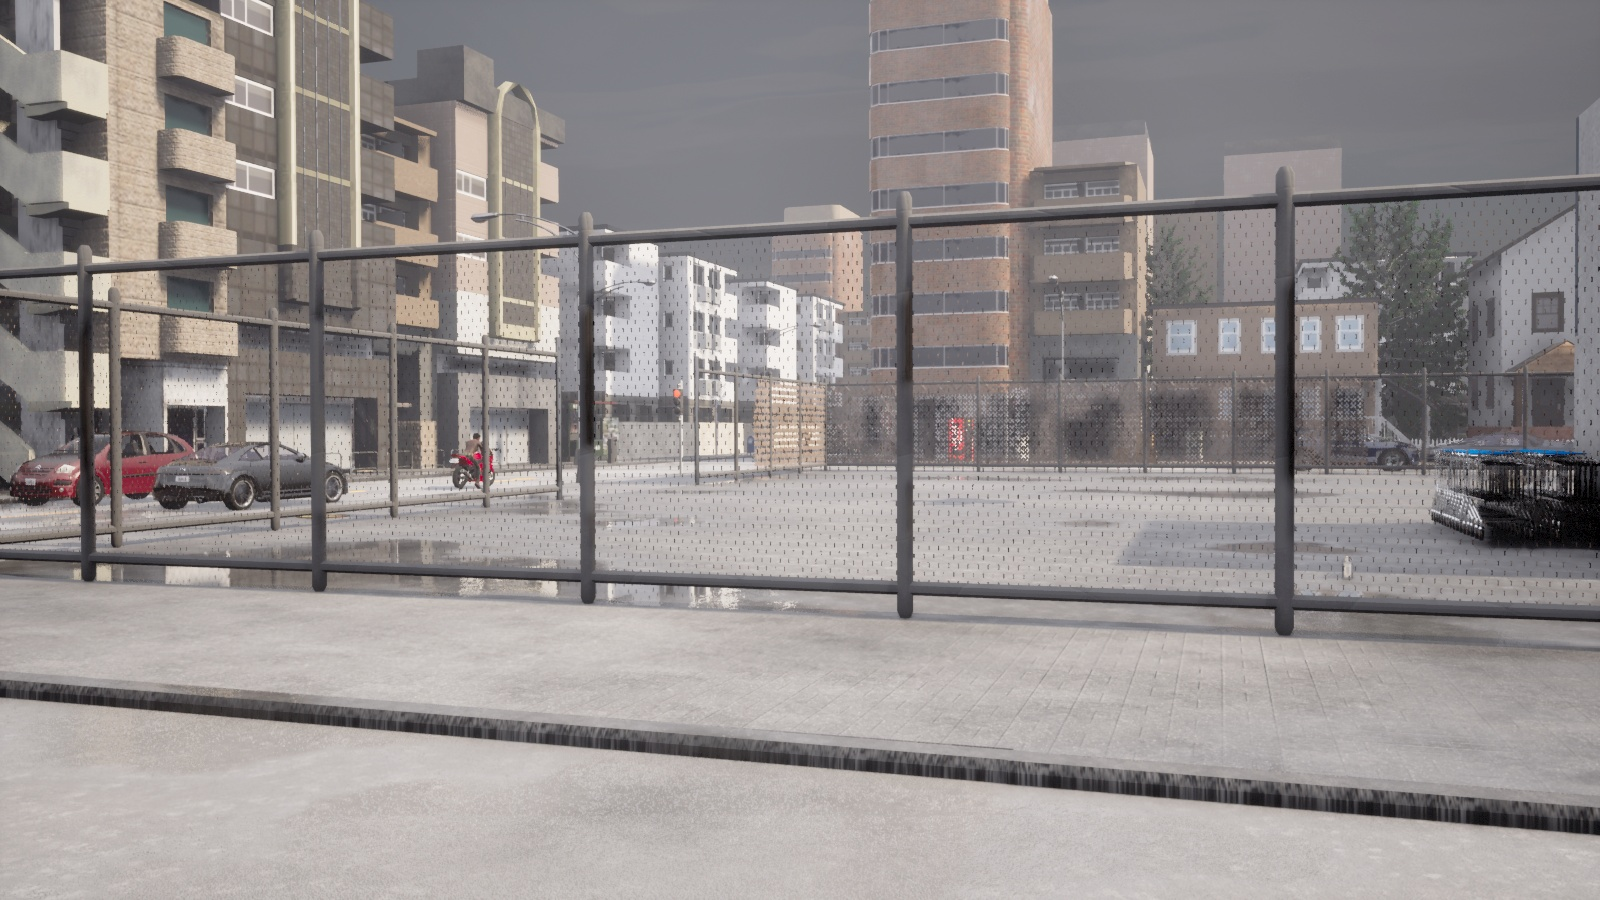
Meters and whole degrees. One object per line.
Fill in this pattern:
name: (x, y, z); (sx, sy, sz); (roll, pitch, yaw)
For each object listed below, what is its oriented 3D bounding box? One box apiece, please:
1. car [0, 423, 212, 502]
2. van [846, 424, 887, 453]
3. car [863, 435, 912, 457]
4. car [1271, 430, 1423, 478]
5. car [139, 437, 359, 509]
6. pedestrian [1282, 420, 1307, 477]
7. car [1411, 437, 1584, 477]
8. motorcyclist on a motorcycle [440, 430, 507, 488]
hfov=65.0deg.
car: (-15.348, 0.220, 27.950); (1.851, 1.617, 3.988); (1, 1, 18)
van: (4.679, -0.807, 87.688); (1.775, 1.987, 4.442); (1, 1, 19)
car: (5.441, -0.292, 77.395); (1.895, 1.301, 4.718); (1, 1, 19)
car: (19.504, 0.109, 44.994); (4.856, 1.649, 2.033); (1, 1, 20)
car: (-11.558, 0.420, 26.662); (1.994, 1.385, 4.181); (1, 1, 18)
pedestrian: (15.984, -0.054, 40.582); (0.703, 1.840, 0.431); (0, 1, 16)
car: (25.982, 0.219, 47.014); (5.357, 1.411, 2.033); (1, 1, 19)
motorcyclist on a motorcycle: (-8.945, 0.223, 34.468); (0.797, 1.523, 2.044); (1, 1, 19)
